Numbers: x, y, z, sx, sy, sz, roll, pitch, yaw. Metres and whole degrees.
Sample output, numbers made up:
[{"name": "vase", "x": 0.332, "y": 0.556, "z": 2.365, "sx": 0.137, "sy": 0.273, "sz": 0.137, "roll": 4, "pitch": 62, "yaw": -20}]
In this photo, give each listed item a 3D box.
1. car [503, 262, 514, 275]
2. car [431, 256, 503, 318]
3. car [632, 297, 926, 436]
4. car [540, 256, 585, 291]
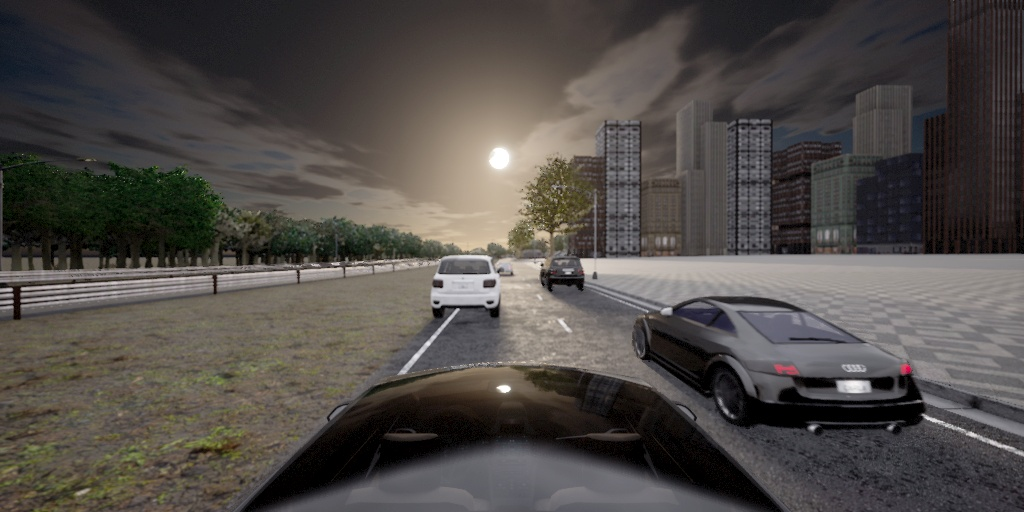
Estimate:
[{"name": "car", "x": -0.845, "y": 1.430, "z": 42.439, "sx": 1.812, "sy": 1.442, "sz": 4.674, "roll": 0, "pitch": 0, "yaw": -1}, {"name": "car", "x": -1.514, "y": 1.008, "z": 13.327, "sx": 2.150, "sy": 2.045, "sz": 5.566, "roll": 0, "pitch": 0, "yaw": -1}, {"name": "car", "x": 3.481, "y": 1.327, "z": 5.700, "sx": 1.994, "sy": 1.385, "sz": 4.181, "roll": 0, "pitch": 0, "yaw": -1}, {"name": "car", "x": 3.104, "y": 1.047, "z": 22.884, "sx": 2.150, "sy": 2.045, "sz": 5.566, "roll": 0, "pitch": 0, "yaw": -1}]
